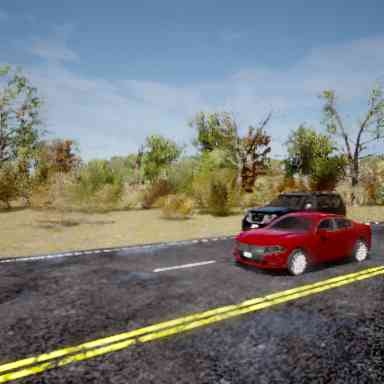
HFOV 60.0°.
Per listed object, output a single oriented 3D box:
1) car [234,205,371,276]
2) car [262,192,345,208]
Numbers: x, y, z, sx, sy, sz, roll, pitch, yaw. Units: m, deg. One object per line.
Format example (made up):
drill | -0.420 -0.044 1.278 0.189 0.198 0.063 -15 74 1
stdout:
car | 3.498 1.370 10.140 5.008 1.535 1.882 0 1 -35
car | 4.809 1.049 15.048 5.566 2.045 2.150 0 1 -35
